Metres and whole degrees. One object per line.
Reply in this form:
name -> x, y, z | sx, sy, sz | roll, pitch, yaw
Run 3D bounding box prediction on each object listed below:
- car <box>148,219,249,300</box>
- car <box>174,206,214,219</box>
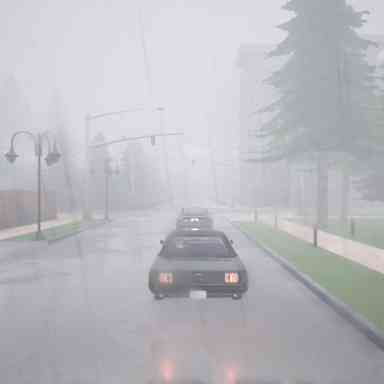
car -> 0.118, 1.601, 8.341 | 1.895, 1.301, 4.718 | 0, 0, 0
car -> 0.130, 1.505, 17.603 | 1.837, 1.490, 4.892 | 0, 0, 0
